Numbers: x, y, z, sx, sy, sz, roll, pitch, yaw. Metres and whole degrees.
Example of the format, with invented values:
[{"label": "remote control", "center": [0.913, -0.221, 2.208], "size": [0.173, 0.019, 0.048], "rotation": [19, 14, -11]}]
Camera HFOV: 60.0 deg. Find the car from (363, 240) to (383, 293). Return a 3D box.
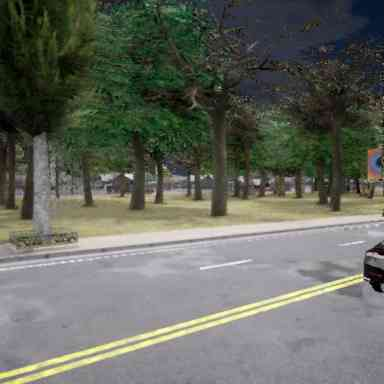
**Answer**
[{"label": "car", "center": [5.835, 1.491, 7.604], "size": [4.902, 1.511, 2.128], "rotation": [0, 0, -36]}]
